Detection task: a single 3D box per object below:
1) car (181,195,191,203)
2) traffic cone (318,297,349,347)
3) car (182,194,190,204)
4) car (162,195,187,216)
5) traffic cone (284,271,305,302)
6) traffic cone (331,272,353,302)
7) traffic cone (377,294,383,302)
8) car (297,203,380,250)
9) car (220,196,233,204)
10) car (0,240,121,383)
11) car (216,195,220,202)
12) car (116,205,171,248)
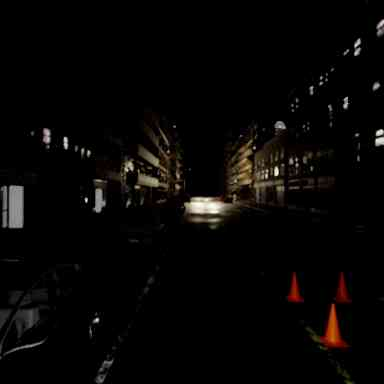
[{"bbox_3d":[-1.189,1.414,71.256,1.967,1.590,4.097,1,0,1],"label":"car"},{"bbox_3d":[2.138,1.977,5.048,0.340,0.580,0.340,1,0,1],"label":"traffic cone"},{"bbox_3d":[-1.739,1.294,37.443,2.192,1.841,5.009,1,0,1],"label":"car"},{"bbox_3d":[-1.834,1.419,31.807,1.967,1.590,4.097,1,0,1],"label":"car"},{"bbox_3d":[2.171,1.977,7.048,0.340,0.580,0.340,1,0,1],"label":"traffic cone"},{"bbox_3d":[3.171,1.988,7.033,0.340,0.580,0.340,1,0,1],"label":"traffic cone"},{"bbox_3d":[4.171,1.997,7.016,0.340,0.580,0.340,1,0,1],"label":"traffic cone"},{"bbox_3d":[6.272,1.378,14.759,2.192,1.841,5.009,1,0,1],"label":"car"},{"bbox_3d":[7.100,1.584,65.650,1.752,1.417,4.829,1,0,1],"label":"car"},{"bbox_3d":[-2.296,1.543,3.627,1.947,1.339,4.313,1,0,1],"label":"car"},{"bbox_3d":[7.281,1.601,76.751,1.887,1.381,4.507,1,0,1],"label":"car"},{"bbox_3d":[-2.114,1.504,14.729,1.752,1.417,4.829,1,0,1],"label":"car"}]
